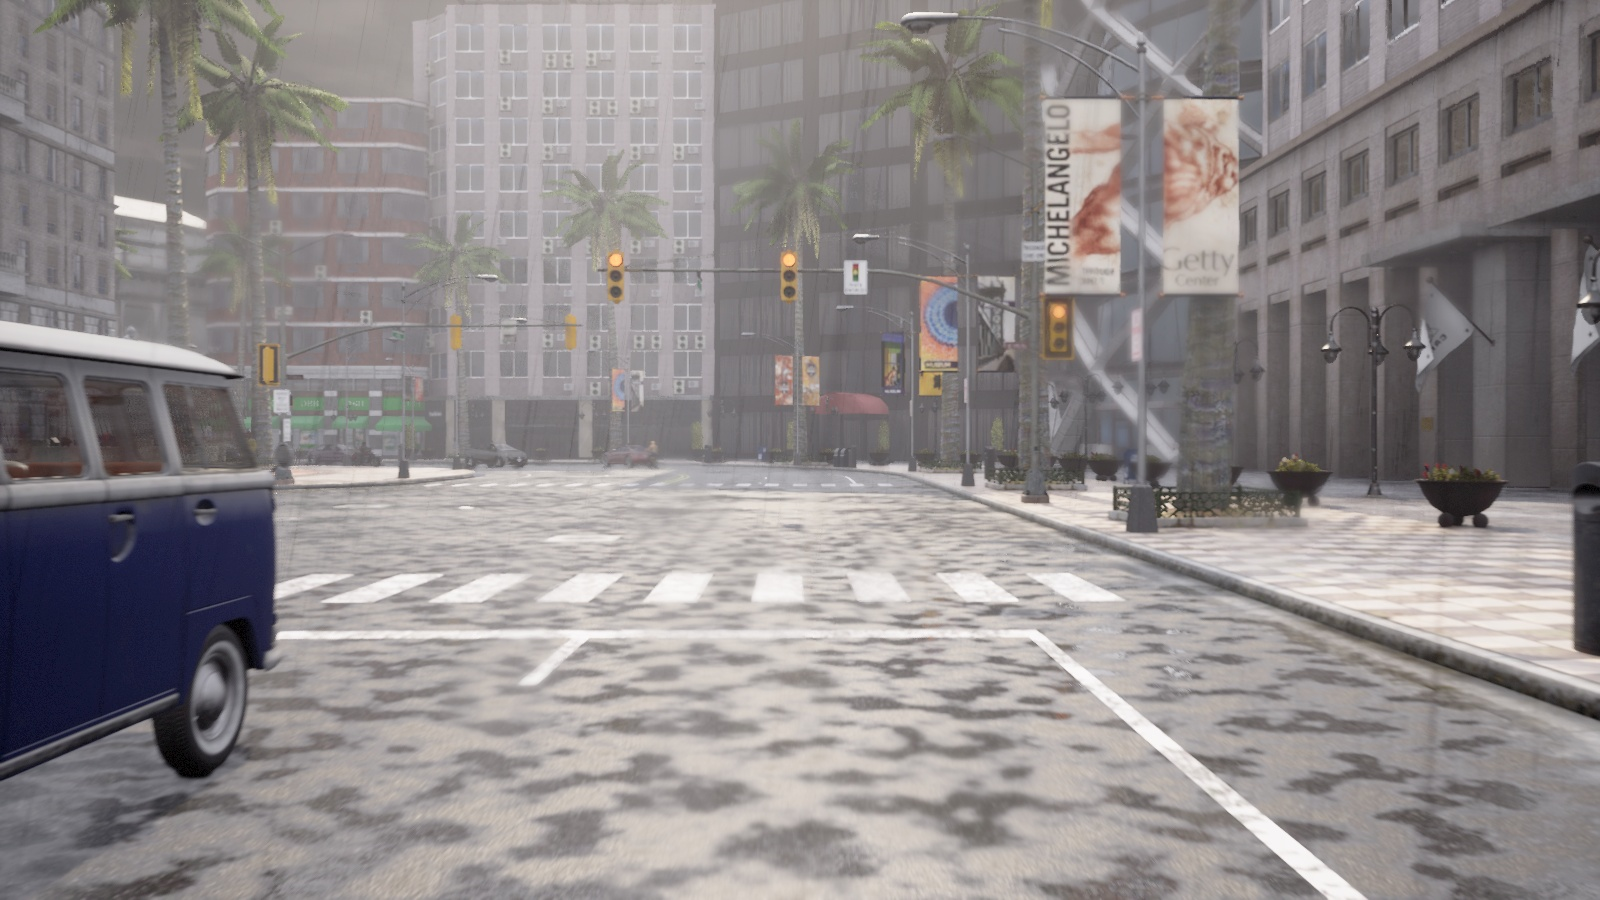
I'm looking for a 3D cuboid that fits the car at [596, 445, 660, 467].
[{"bbox_3d":[-11.001,0.349,80.232,1.994,1.385,4.181,0,0,-42],"label":"car"}]

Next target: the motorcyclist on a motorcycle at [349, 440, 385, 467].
[{"bbox_3d":[-27.448,0.226,79.569,2.350,1.649,0.766,0,1,27],"label":"motorcyclist on a motorcycle"}]

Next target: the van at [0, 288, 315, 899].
[{"bbox_3d":[-3.455,0.472,4.405,1.775,1.987,4.442,0,0,0],"label":"van"}]

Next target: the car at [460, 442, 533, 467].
[{"bbox_3d":[-18.853,0.239,77.967,4.514,1.525,2.007,0,0,38],"label":"car"}]

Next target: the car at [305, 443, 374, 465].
[{"bbox_3d":[-31.222,0.255,85.131,4.193,1.474,1.816,0,0,19],"label":"car"}]
